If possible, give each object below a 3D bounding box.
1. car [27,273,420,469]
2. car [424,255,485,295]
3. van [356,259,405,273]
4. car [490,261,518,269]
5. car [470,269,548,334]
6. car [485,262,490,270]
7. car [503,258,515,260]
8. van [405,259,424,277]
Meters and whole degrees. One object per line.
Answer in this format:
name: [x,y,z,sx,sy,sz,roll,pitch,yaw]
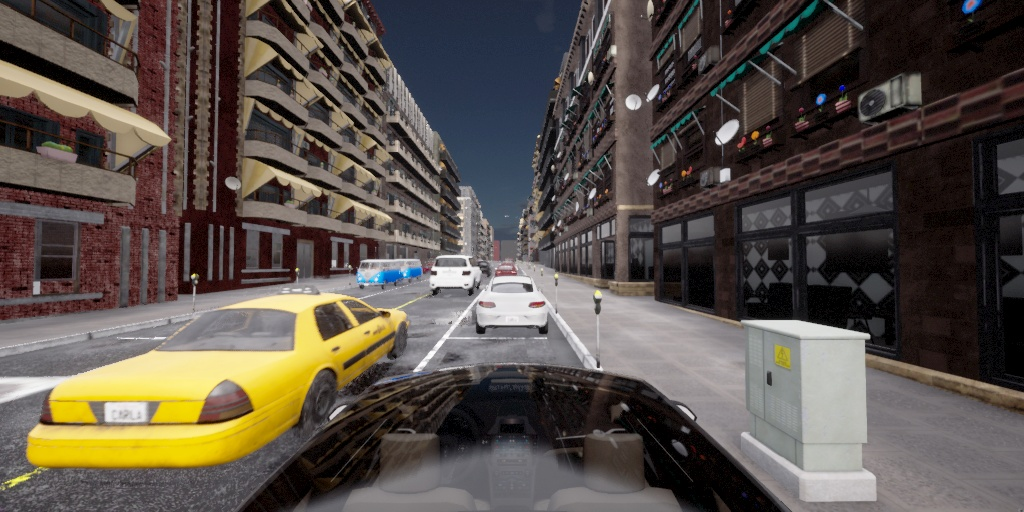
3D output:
car: [-3.020,1.207,5.369,1.801,1.575,5.366,0,0,0]
car: [-2.985,0.987,19.950,2.150,2.045,5.566,0,0,1]
van: [-8.335,1.108,22.603,1.690,1.789,3.998,0,0,0]
car: [-0.452,1.322,28.072,1.888,1.381,4.507,0,0,0]
car: [0.003,1.281,10.503,1.812,1.442,4.674,0,0,0]
car: [-2.974,1.299,36.144,1.837,1.490,4.892,0,0,1]
car: [-0.445,1.240,39.134,1.967,1.591,4.097,0,0,0]
van: [-8.335,1.118,28.134,1.690,1.789,3.998,0,0,0]
